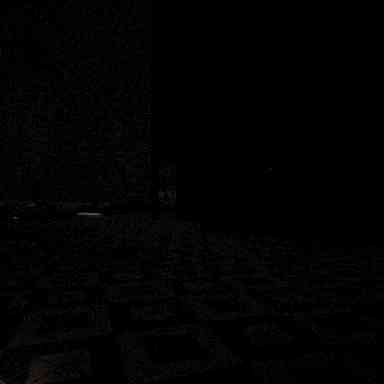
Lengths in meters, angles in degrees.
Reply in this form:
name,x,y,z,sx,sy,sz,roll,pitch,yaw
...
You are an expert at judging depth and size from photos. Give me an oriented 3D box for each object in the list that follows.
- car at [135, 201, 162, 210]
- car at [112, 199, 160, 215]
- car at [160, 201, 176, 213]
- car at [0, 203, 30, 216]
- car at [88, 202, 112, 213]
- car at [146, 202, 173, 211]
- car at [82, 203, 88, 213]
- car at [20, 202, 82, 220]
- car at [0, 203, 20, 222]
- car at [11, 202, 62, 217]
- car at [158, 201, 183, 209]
name,x,y,z,sx,sy,sz,roll,pitch,yaw
car,-7.024,2.210,54.144,2.008,1.369,4.403,-1,-2,35
car,-6.640,1.791,40.006,2.192,1.841,5.009,-1,-2,35
car,-3.363,2.114,44.595,1.887,1.381,4.507,-1,-2,35
car,-20.128,1.842,35.765,2.008,1.369,4.403,-1,-1,35
car,-10.929,2.012,44.045,1.812,1.442,4.674,0,-1,35
car,-5.071,2.217,52.198,1.994,1.385,4.181,0,-1,37
car,-13.576,2.016,44.955,1.887,1.381,4.507,-1,-2,35
car,-13.094,1.824,30.948,1.752,1.417,4.829,-1,-2,35
car,-16.468,1.774,26.214,1.947,1.339,4.313,-1,-2,35
car,-16.714,1.852,35.949,1.812,1.442,4.674,0,-1,36
car,-3.747,2.305,58.739,2.008,1.369,4.403,-1,-2,35
